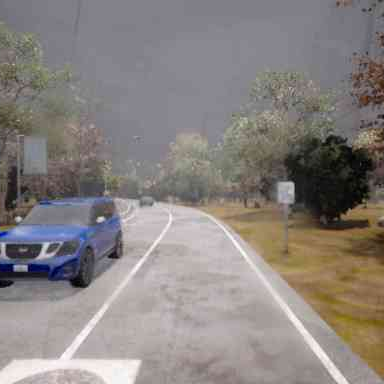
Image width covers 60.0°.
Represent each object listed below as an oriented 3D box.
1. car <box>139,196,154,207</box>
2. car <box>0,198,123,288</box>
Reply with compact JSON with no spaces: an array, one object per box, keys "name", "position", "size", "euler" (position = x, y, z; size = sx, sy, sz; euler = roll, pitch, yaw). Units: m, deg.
[{"name":"car","position":[-7.009,1.429,50.976],"size":[1.837,1.490,4.892],"euler":[1,0,-13]},{"name":"car","position":[-3.507,1.215,9.624],"size":[2.150,2.045,5.566],"euler":[0,0,1]}]
